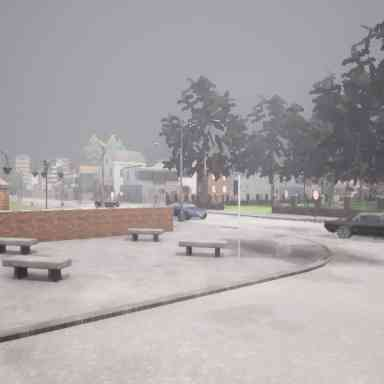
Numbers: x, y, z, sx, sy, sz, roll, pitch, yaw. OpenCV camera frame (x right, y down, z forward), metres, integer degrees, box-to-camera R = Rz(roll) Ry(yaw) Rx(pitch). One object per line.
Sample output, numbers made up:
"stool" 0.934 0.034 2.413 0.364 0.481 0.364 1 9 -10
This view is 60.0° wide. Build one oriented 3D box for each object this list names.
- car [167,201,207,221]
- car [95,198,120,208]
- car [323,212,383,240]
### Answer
"car" -0.651 1.526 27.827 1.812 1.442 4.674 0 0 -36
"car" -10.799 1.480 42.259 1.882 1.535 5.008 0 0 -35
"car" 8.752 1.601 15.356 1.895 1.301 4.718 0 0 -43
